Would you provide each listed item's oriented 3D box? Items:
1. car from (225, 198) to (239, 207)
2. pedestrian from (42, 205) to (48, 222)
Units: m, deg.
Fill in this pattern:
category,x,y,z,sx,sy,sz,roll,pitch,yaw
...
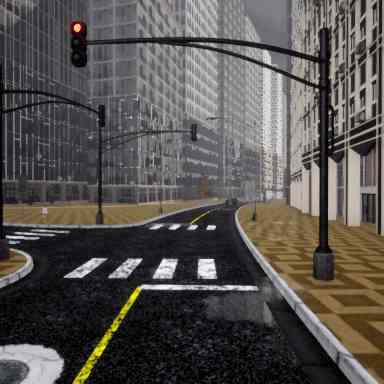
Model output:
category,x,y,z,sx,sy,sz,roll,pitch,yaw
car,6.489,1.628,53.157,1.882,1.535,5.008,0,0,13
pedestrian,-9.298,1.345,21.024,0.500,1.100,0.500,0,0,17
